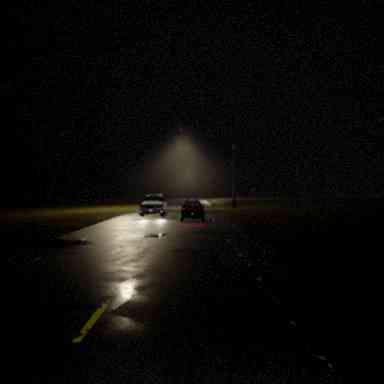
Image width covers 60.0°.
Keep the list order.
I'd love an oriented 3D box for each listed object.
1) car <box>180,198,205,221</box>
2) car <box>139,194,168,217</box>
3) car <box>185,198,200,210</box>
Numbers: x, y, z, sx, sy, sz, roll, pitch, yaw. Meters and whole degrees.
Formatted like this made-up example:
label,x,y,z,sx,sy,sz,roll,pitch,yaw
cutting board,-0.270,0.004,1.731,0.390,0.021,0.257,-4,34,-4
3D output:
label,x,y,z,sx,sy,sz,roll,pitch,yaw
car,0.060,1.509,27.796,1.882,1.535,5.008,0,0,0
car,-3.548,1.240,31.470,2.150,2.045,5.566,0,0,0
car,0.078,1.528,44.092,1.994,1.385,4.181,0,0,0
